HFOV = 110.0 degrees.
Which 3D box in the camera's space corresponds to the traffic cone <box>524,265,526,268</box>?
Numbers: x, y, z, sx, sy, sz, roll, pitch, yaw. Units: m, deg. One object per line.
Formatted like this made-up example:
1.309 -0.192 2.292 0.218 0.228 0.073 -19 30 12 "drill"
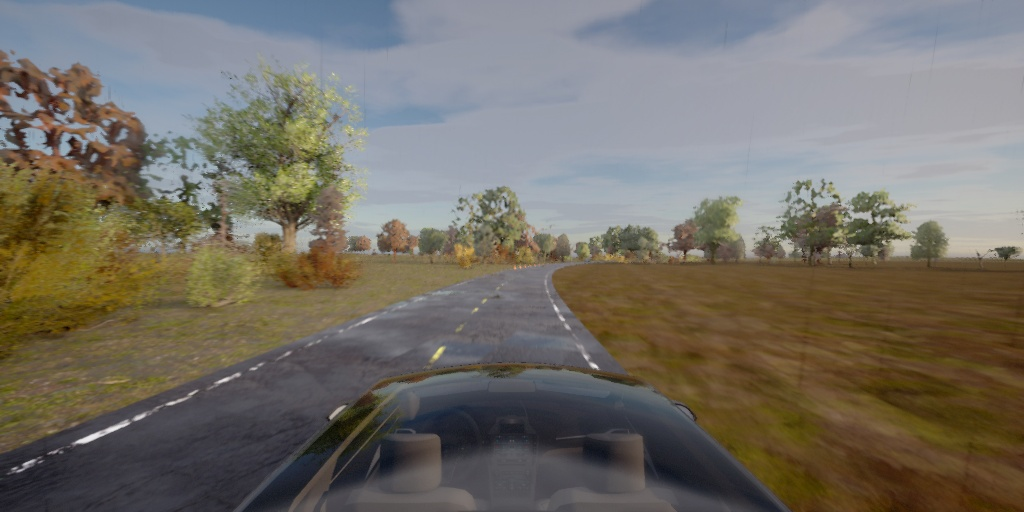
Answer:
2.383 1.776 64.401 0.340 0.580 0.340 0 0 12 "traffic cone"
